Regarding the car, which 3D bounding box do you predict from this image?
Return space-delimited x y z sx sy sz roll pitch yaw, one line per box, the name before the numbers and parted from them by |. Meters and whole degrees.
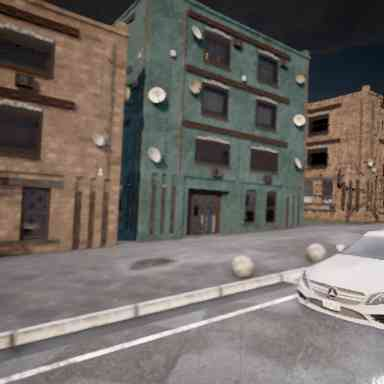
car | 4.094 1.510 6.596 4.674 1.442 1.812 0 0 -35
